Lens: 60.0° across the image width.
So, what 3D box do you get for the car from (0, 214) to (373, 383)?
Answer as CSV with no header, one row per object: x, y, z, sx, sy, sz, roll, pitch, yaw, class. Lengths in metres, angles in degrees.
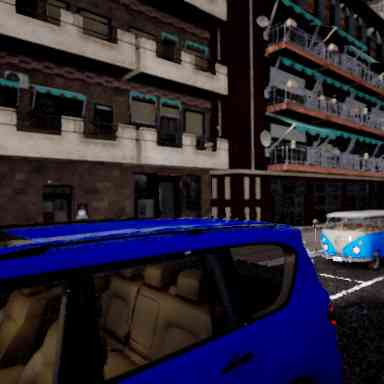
-1.169,1.268,2.119,5.566,2.045,2.150,1,-1,-40,car

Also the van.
6.036,1.543,11.536,3.998,1.788,1.690,1,-2,-40,van
